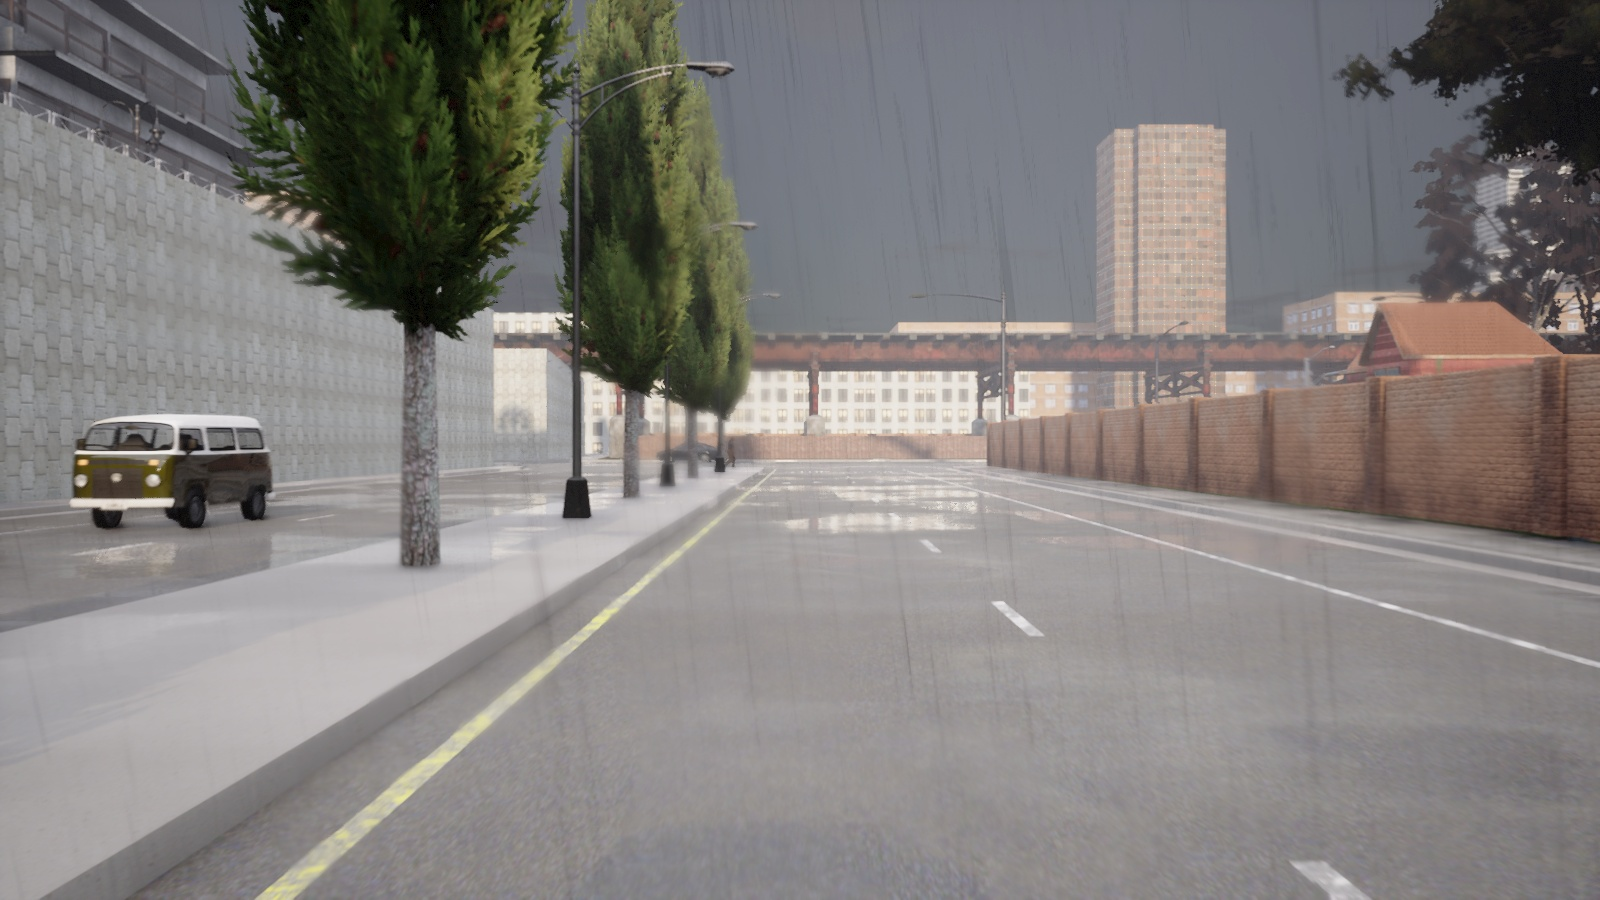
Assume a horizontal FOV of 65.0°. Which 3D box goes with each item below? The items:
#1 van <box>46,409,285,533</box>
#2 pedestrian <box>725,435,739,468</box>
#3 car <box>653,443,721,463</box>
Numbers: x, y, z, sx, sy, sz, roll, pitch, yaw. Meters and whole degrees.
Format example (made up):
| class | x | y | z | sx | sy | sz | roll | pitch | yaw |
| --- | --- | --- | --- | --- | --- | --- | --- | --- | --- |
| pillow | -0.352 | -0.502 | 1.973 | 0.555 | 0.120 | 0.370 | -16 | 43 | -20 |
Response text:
| class | x | y | z | sx | sy | sz | roll | pitch | yaw |
| --- | --- | --- | --- | --- | --- | --- | --- | --- | --- |
| van | -11.354 | 0.332 | 22.900 | 2.069 | 2.038 | 4.480 | 0 | 0 | 0 |
| pedestrian | -3.808 | 0.091 | 70.573 | 0.694 | 1.848 | 0.540 | 0 | 0 | -11 |
| car | -8.474 | 0.212 | 94.413 | 4.892 | 1.490 | 1.837 | 0 | 0 | 1 |
